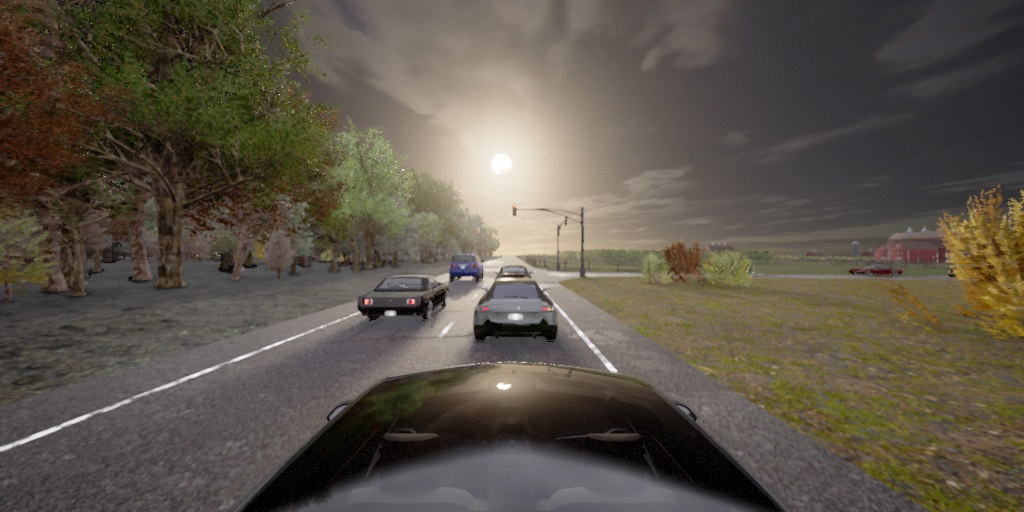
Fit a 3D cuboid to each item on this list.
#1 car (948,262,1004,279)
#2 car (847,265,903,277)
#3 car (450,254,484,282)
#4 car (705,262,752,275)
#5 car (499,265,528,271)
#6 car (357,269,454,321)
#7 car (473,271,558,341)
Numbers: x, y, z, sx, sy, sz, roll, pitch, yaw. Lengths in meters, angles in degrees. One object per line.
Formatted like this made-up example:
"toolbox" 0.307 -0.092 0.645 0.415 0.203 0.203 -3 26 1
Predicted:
"car" 48.875 1.472 37.563 4.553 1.767 2.097 1 -1 0
"car" 41.640 1.686 41.167 4.718 1.301 1.895 1 -1 0
"car" -3.421 0.863 27.661 2.150 2.045 5.566 0 0 0
"car" 24.790 1.406 41.244 4.892 1.490 1.837 1 -1 0
"car" 0.091 1.183 18.808 1.837 1.490 4.892 0 0 0
"car" -3.407 1.306 12.278 1.895 1.301 4.718 0 0 0
"car" 0.089 1.280 9.771 1.994 1.385 4.181 0 0 0
